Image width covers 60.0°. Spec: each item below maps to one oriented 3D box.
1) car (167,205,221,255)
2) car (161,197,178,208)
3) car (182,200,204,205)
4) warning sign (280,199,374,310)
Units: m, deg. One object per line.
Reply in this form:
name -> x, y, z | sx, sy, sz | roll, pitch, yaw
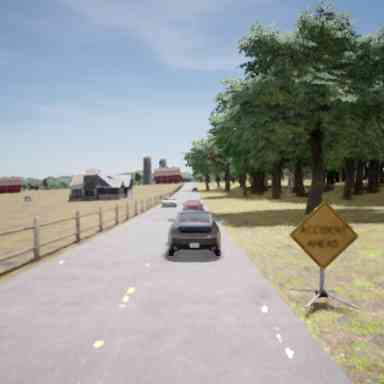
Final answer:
car -> 0.087, 1.469, 13.138 | 1.837, 1.490, 4.892 | 0, 0, 0
car -> -2.834, 1.269, 41.774 | 1.895, 1.301, 4.718 | 0, 1, 0
car -> 0.095, 1.384, 29.119 | 1.812, 1.442, 4.674 | 0, 1, 0
warning sign -> 2.469, 1.099, 6.283 | 1.300, 1.860, 1.060 | 1, 1, 0
